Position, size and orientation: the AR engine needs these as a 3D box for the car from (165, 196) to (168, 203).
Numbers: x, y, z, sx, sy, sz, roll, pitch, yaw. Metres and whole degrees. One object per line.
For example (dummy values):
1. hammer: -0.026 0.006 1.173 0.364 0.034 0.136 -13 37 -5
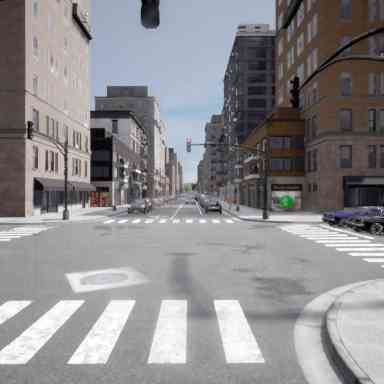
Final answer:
1. car: -5.795 1.634 58.218 2.008 1.369 4.403 0 0 0

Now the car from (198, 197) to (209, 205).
1. car: 2.224 1.647 63.738 2.008 1.369 4.403 0 0 0

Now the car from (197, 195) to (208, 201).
1. car: 2.235 1.637 52.717 1.947 1.339 4.313 0 0 0

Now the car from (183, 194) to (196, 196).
1. car: -0.422 1.664 73.454 2.033 1.411 5.357 0 0 0

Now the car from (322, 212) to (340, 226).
1. car: 10.700 1.563 20.756 4.718 1.301 1.895 0 0 1

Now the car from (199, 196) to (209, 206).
1. car: 2.242 1.641 47.206 1.802 1.307 4.206 0 0 0

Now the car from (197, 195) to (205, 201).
1. car: 2.200 1.600 85.781 1.967 1.590 4.097 0 0 0

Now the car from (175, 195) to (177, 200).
1. car: -5.831 1.721 91.283 1.887 1.381 4.507 0 0 0

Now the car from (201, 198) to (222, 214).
1. car: 2.254 1.606 36.183 1.947 1.339 4.313 0 0 0

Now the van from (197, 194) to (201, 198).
1. van: 2.230 1.424 58.227 1.690 1.788 3.998 0 0 0

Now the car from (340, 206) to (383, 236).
1. car: 10.714 1.556 17.462 4.718 1.301 1.895 0 0 0

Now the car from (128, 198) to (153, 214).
1. car: -5.771 1.480 36.176 1.967 1.590 4.097 0 0 0

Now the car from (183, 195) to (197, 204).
1. car: -0.309 1.696 63.145 1.895 1.301 4.718 0 0 0

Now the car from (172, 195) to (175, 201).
1. car: -5.819 1.694 80.261 2.008 1.369 4.403 0 0 0

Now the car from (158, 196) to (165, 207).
1. car: -5.789 1.653 52.707 1.802 1.307 4.206 0 0 0

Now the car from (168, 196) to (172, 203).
1. car: -5.807 1.552 69.240 1.967 1.590 4.097 0 0 0

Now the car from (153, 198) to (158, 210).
1. car: -5.777 1.490 41.686 1.967 1.590 4.097 0 0 0
